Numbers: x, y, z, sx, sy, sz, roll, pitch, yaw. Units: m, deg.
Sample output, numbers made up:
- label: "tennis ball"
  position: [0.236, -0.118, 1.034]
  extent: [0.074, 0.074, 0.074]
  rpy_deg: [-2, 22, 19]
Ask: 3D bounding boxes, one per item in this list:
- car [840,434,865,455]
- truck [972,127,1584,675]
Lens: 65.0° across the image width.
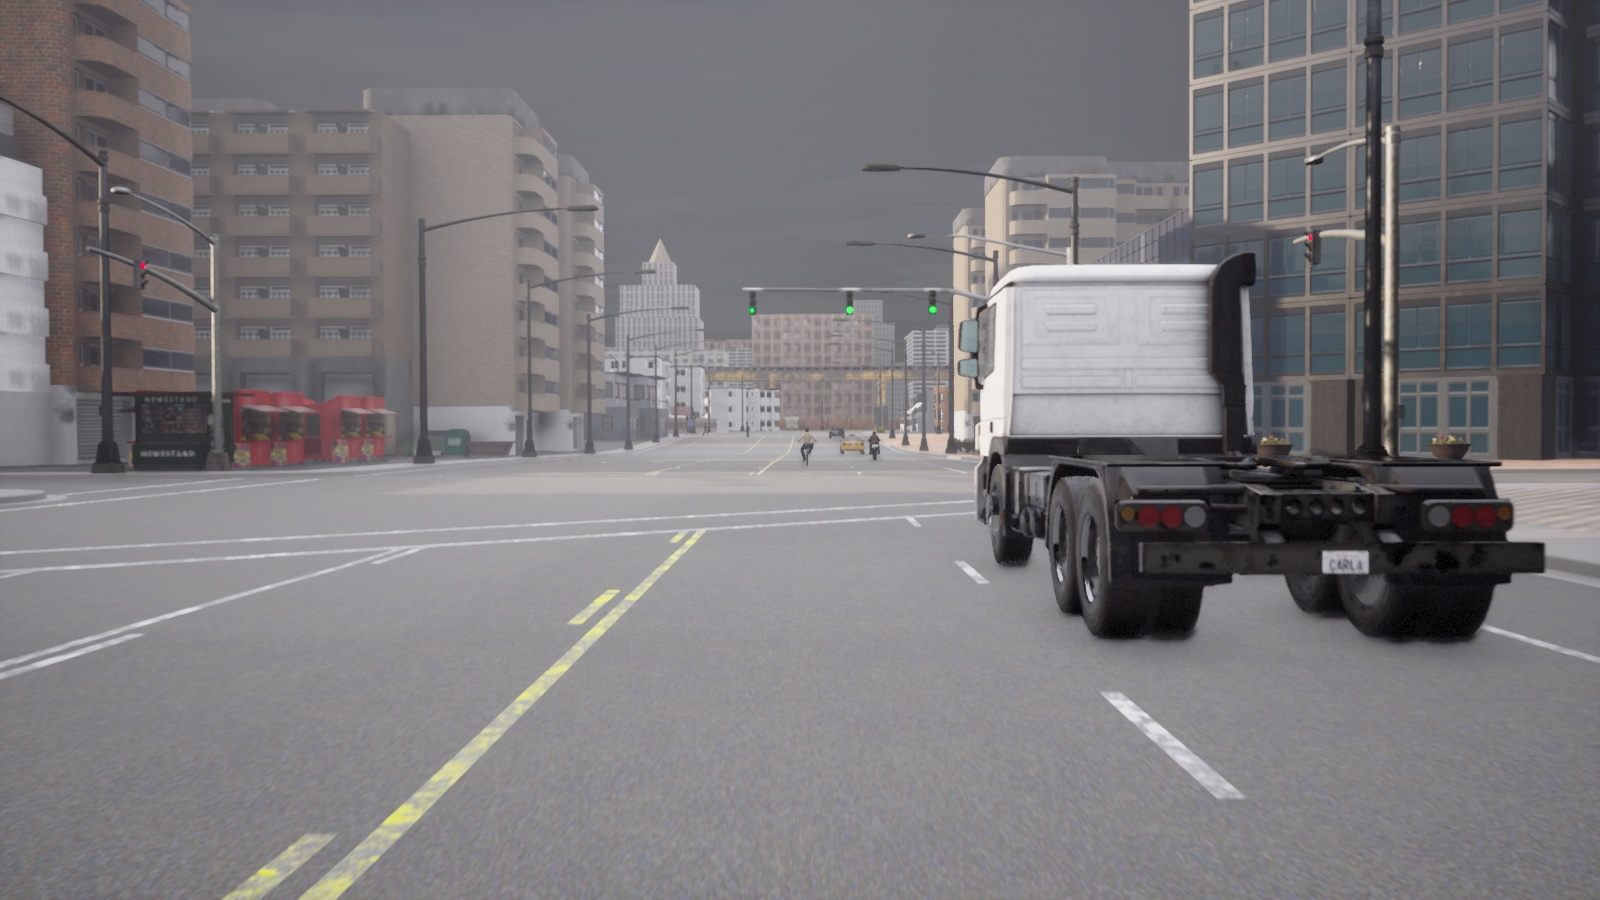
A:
- label: "car"
  position: [4.058, -0.461, 97.698]
  extent: [1.801, 1.575, 5.366]
  rpy_deg: [0, 1, 0]
- label: "truck"
  position: [3.553, -0.378, 11.919]
  extent: [2.891, 3.462, 7.936]
  rpy_deg: [0, 1, 1]
